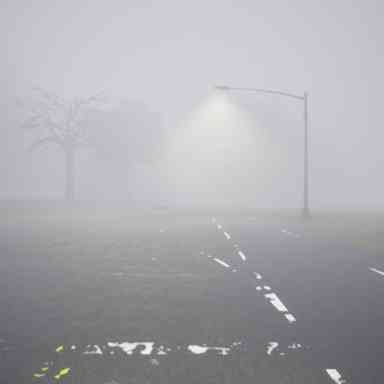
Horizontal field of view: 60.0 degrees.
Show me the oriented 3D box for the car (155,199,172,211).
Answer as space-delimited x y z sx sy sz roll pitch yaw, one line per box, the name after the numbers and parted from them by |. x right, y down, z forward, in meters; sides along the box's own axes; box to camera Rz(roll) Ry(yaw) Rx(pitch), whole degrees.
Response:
-3.472 1.627 41.318 2.033 1.411 5.357 0 0 0 | car

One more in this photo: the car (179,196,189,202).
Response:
-2.082 1.751 87.698 1.882 1.535 5.008 0 0 7 | car
